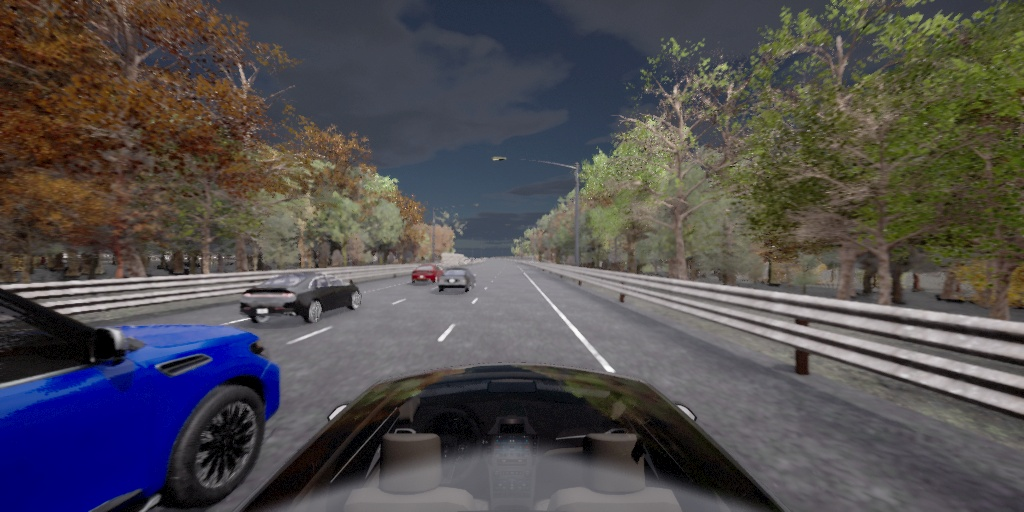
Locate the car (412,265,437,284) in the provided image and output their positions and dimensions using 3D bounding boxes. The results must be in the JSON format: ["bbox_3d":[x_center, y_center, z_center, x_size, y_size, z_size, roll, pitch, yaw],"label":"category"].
[{"bbox_3d":[-6.907,1.458,29.897,1.882,1.535,5.008,0,0,0],"label":"car"}]

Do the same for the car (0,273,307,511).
[{"bbox_3d":[-3.405,0.970,1.233,2.150,2.045,5.566,0,0,0],"label":"car"}]

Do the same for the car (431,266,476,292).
[{"bbox_3d":[-3.405,1.471,22.844,2.033,1.411,5.357,0,0,0],"label":"car"}]

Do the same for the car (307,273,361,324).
[{"bbox_3d":[-6.903,1.329,12.334,2.128,1.511,4.902,0,0,0],"label":"car"}]
